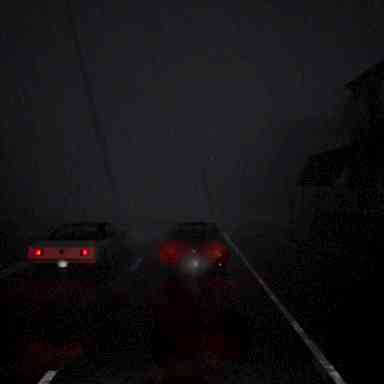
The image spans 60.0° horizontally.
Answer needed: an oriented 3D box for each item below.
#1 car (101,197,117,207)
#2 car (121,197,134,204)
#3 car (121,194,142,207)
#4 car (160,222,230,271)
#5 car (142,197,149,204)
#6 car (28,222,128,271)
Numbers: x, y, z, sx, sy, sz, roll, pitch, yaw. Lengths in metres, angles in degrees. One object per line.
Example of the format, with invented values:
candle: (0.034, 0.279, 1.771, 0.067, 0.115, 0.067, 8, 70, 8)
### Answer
car: (-14.005, 1.685, 56.279, 1.837, 1.490, 4.892, 0, 0, 1)
car: (-13.939, 1.784, 71.922, 1.994, 1.385, 4.181, 0, 0, 0)
car: (-10.505, 1.403, 56.475, 2.150, 2.045, 5.566, 0, 0, 1)
car: (0.086, 1.637, 11.060, 1.895, 1.301, 4.718, 0, 0, 0)
car: (-10.439, 1.772, 72.193, 2.033, 1.411, 5.357, 0, 0, 0)
car: (-3.414, 1.637, 11.045, 1.895, 1.301, 4.718, 0, 0, 0)
